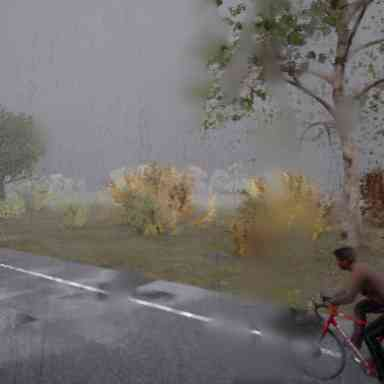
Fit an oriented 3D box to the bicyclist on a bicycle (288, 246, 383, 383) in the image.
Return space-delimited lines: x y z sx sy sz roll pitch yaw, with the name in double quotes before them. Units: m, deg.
"bicyclist on a bicycle" 1.877 1.452 3.717 1.656 1.620 0.582 0 0 35
